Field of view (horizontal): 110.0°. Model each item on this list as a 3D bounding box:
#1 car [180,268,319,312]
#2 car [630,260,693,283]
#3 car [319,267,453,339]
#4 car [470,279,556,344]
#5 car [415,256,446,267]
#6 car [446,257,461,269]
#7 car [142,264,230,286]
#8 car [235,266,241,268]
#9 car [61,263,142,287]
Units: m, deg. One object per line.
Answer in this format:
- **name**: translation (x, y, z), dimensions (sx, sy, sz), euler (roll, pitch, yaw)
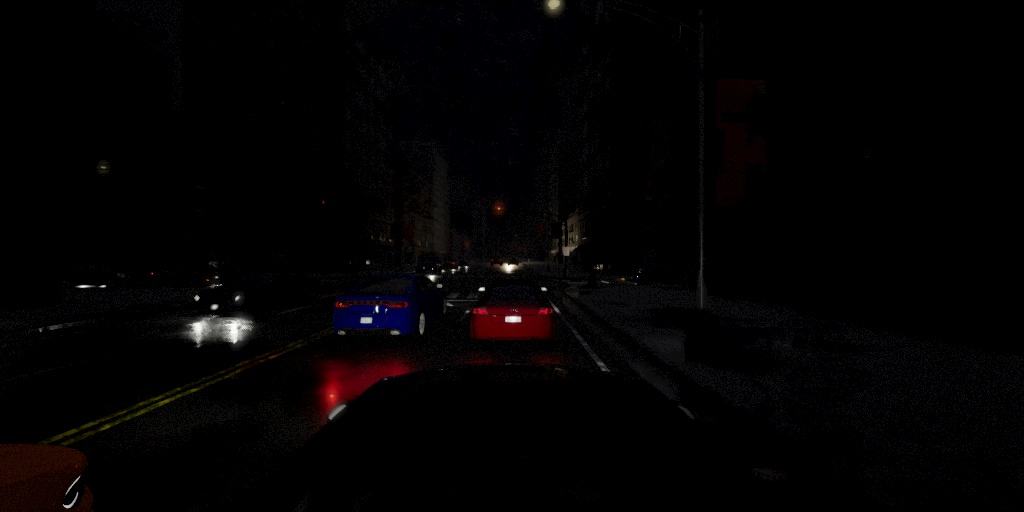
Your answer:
- **car**: translation (-9.812, 1.298, 14.485), dimensions (2.033, 1.411, 5.357), euler (0, 0, 0)
- **car**: translation (11.629, 1.140, 28.037), dimensions (4.553, 1.767, 2.097), euler (0, 0, 2)
- **car**: translation (-3.122, 1.228, 10.151), dimensions (1.882, 1.535, 5.008), euler (0, 0, 0)
- **car**: translation (0.028, 1.314, 9.623), dimensions (1.994, 1.385, 4.181), euler (0, 0, 0)
- **car**: translation (-9.716, 0.969, 42.342), dimensions (2.150, 2.045, 5.566), euler (0, 0, 0)
- **car**: translation (-9.668, 1.101, 55.805), dimensions (2.097, 1.767, 4.553), euler (0, 0, 1)
- **car**: translation (-22.526, 1.308, 24.991), dimensions (4.181, 1.385, 1.994), euler (0, 0, 1)
- **car**: translation (-25.286, 1.330, 30.497), dimensions (4.313, 1.339, 1.948), euler (0, 0, 0)
- **car**: translation (-25.353, 1.172, 22.473), dimensions (4.097, 1.591, 1.967), euler (0, 0, 0)
